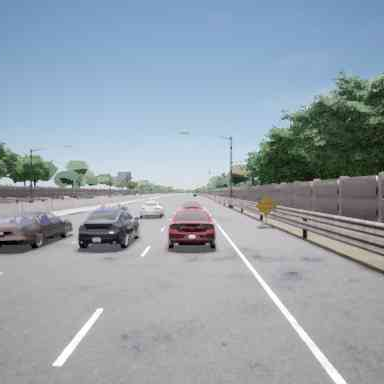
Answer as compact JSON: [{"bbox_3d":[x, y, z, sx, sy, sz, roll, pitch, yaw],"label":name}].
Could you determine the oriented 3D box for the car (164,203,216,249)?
[{"bbox_3d":[0.000,1.485,14.650,1.882,1.535,5.008,0,0,0],"label":"car"}]

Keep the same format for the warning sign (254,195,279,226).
[{"bbox_3d":[4.539,1.113,20.382,1.300,1.860,1.060,-1,-1,0],"label":"warning sign"}]

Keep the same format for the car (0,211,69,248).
[{"bbox_3d":[-7.000,1.563,14.650,2.033,1.411,5.357,0,0,0],"label":"car"}]

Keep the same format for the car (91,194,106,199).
[{"bbox_3d":[-21.000,1.238,76.754,2.097,1.767,4.553,0,0,0],"label":"car"}]

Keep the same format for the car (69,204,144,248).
[{"bbox_3d":[-3.500,1.516,14.651,1.837,1.490,4.892,0,0,0],"label":"car"}]

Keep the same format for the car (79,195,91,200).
[{"bbox_3d":[-24.500,1.383,76.724,1.837,1.490,4.892,0,0,0],"label":"car"}]

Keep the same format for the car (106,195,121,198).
[{"bbox_3d":[-17.500,1.408,76.724,2.128,1.511,4.902,0,0,0],"label":"car"}]

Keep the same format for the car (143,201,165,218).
[{"bbox_3d":[-3.500,1.527,29.651,1.812,1.442,4.674,0,0,0],"label":"car"}]

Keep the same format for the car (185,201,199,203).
[{"bbox_3d":[0.000,1.527,29.651,1.812,1.442,4.674,0,0,0],"label":"car"}]
